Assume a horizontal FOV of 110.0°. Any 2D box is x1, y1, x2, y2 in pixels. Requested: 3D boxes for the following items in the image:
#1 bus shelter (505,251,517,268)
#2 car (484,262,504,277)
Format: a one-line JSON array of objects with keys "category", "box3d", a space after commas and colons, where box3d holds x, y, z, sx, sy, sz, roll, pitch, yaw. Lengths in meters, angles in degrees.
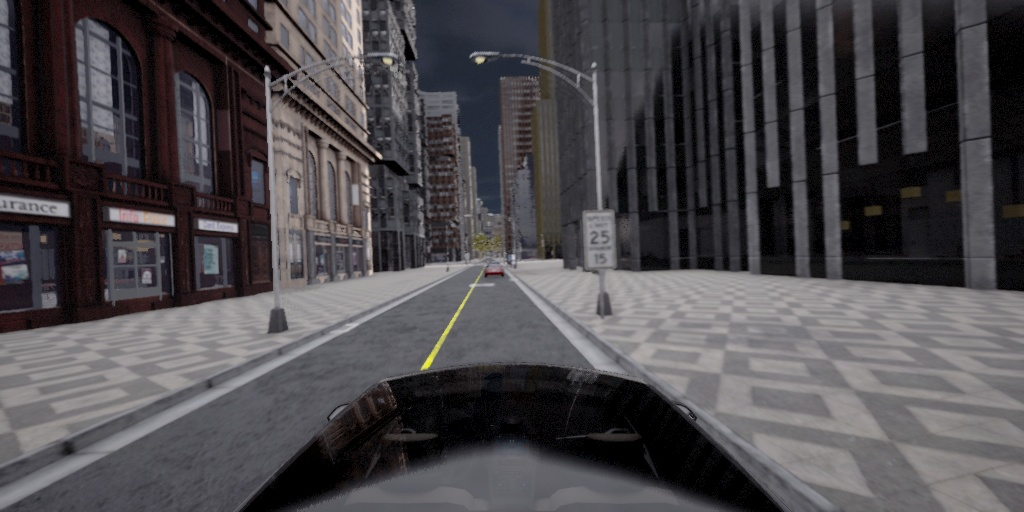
[{"category": "bus shelter", "box3d": [0.127, 0.572, 57.404, 1.920, 2.740, 3.880, 0, 0, -3]}, {"category": "car", "box3d": [-1.802, 1.365, 36.640, 1.994, 1.385, 4.181, -2, 0, -2]}]
